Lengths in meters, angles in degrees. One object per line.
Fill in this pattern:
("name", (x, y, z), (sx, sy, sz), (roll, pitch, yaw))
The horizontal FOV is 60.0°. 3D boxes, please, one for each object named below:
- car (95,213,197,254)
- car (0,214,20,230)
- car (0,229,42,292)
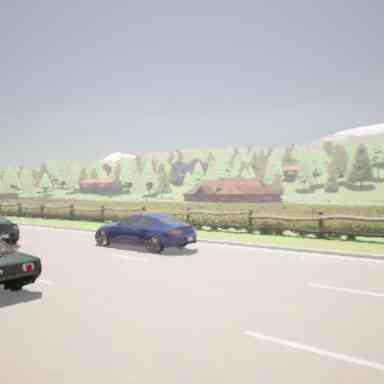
("car", (-1.962, 1.598, 13.769), (4.674, 1.442, 1.812), (0, 0, 34))
("car", (-9.348, 1.604, 14.534), (4.674, 1.442, 1.812), (0, 0, 34))
("car", (-5.701, 1.644, 7.847), (4.718, 1.301, 1.895), (0, 0, 34))
